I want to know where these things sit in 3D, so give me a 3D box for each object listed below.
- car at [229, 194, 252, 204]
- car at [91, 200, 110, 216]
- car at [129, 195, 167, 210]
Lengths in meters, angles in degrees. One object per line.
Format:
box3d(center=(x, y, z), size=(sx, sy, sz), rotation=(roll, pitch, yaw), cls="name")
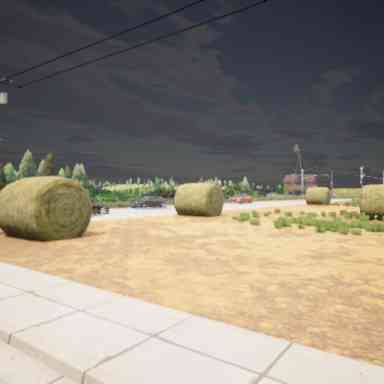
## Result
box3d(center=(7.734, 1.040, 52.972), size=(2.097, 1.767, 4.553), rotation=(1, 1, 38), cls="car")
box3d(center=(-8.740, 1.200, 26.173), size=(1.837, 1.490, 4.892), rotation=(1, 0, 37), cls="car")
box3d(center=(-4.841, 1.159, 37.216), size=(1.837, 1.490, 4.892), rotation=(1, 1, 38), cls="car")
